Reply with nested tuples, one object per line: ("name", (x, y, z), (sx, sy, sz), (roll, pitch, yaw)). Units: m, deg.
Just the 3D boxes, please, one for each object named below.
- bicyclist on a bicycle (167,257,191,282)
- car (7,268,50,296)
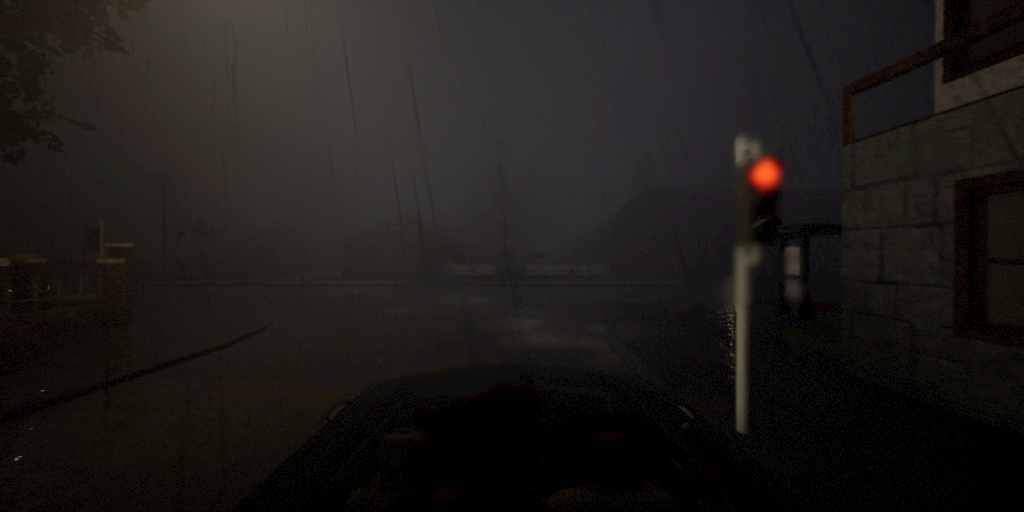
("bicyclist on a bicycle", (-22.143, 0.904, 23.861), (0.582, 1.620, 1.656), (0, 1, 0))
("car", (-23.123, 1.134, 15.470), (4.892, 1.490, 1.837), (0, 1, 0))
